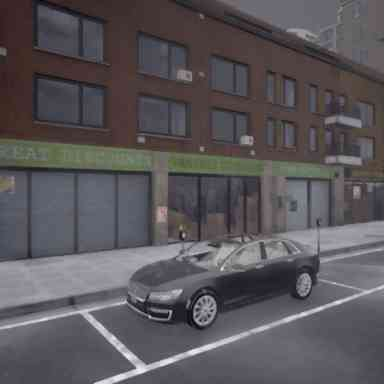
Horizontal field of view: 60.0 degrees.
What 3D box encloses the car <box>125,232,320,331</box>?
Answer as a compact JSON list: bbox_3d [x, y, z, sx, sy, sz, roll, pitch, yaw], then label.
[{"bbox_3d":[0.822,1.547,6.774,4.403,1.369,2.008,0,0,-35],"label":"car"}]
